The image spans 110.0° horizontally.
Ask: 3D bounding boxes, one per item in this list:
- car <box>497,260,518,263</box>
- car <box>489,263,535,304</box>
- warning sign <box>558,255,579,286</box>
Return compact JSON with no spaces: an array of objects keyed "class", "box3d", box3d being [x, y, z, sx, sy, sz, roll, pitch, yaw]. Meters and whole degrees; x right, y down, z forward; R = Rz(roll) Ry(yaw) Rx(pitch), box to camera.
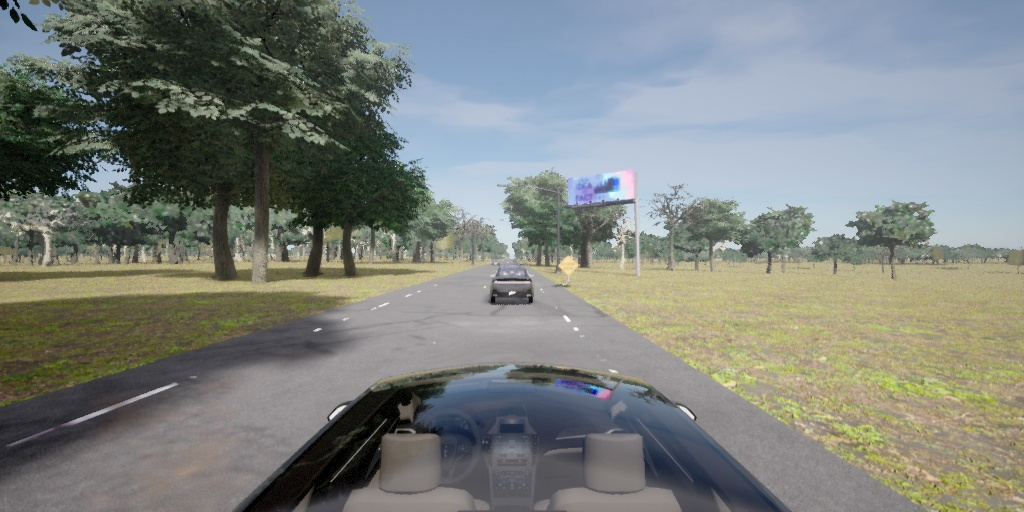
[{"class":"car","box3d":[0.000,1.349,31.505,2.033,1.411,5.357,0,0,0]},{"class":"car","box3d":[0.000,1.255,16.503,2.128,1.511,4.902,0,0,0]},{"class":"warning sign","box3d":[3.550,0.882,22.473,1.300,1.860,1.060,0,0,0]}]
